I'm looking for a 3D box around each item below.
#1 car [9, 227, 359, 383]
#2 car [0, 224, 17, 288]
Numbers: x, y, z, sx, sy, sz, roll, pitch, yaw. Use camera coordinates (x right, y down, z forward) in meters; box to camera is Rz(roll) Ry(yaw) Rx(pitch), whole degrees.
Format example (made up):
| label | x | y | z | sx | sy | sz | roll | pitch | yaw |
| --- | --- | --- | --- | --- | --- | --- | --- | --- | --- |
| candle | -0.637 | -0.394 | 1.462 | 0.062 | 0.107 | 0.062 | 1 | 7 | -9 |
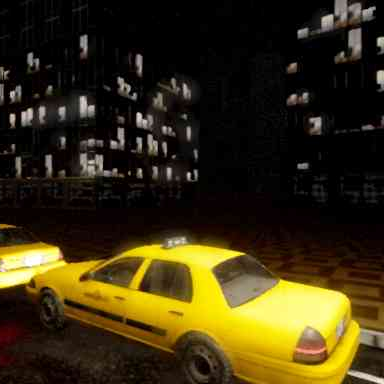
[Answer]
| label | x | y | z | sx | sy | sz | roll | pitch | yaw |
| --- | --- | --- | --- | --- | --- | --- | --- | --- | --- |
| car | -0.488 | 1.457 | 5.096 | 5.366 | 1.575 | 1.801 | 0 | 0 | 35 |
| car | -5.504 | 1.457 | 8.559 | 5.366 | 1.575 | 1.801 | 0 | 0 | 34 |
